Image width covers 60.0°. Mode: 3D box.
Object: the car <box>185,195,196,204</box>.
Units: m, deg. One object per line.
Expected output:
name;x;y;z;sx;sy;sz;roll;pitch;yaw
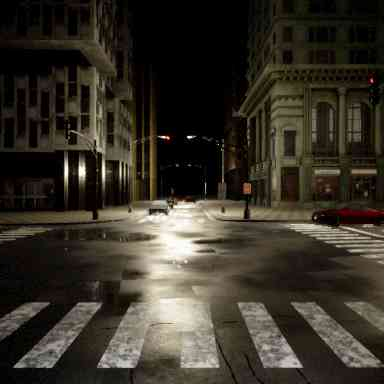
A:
car;-0.256;1.451;63.866;1.812;1.442;4.674;0;0;0

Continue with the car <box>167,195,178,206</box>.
car;-3.291;1.458;43.506;2.128;1.511;4.902;0;0;0

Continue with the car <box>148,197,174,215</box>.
car;-3.214;1.528;33.590;2.033;1.411;5.357;0;0;0

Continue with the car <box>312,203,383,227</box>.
car;9.636;1.390;20.548;4.181;1.385;1.994;-1;0;0

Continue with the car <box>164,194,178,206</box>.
car;-3.361;1.299;53.799;2.097;1.767;4.553;0;0;0

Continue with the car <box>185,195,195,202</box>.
car;-0.423;1.453;73.678;1.994;1.385;4.181;0;0;0
